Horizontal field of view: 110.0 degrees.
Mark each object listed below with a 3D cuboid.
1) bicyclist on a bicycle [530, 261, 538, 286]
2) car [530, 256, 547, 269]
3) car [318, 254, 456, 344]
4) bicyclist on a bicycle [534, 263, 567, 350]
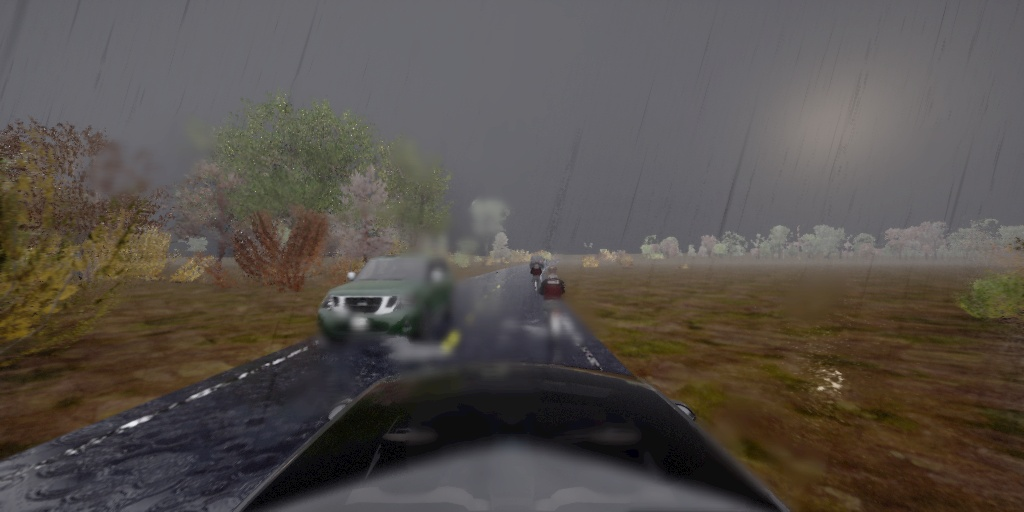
[{"bbox_3d":[1.223,1.122,17.912,0.659,1.776,1.843,0,0,2],"label":"bicyclist on a bicycle"},{"bbox_3d":[4.120,0.989,58.347,2.150,2.045,5.566,0,0,8],"label":"car"},{"bbox_3d":[-2.967,0.971,9.918,2.150,2.045,5.566,0,0,1],"label":"car"},{"bbox_3d":[0.926,1.121,8.163,0.659,1.776,1.843,0,0,1],"label":"bicyclist on a bicycle"}]
